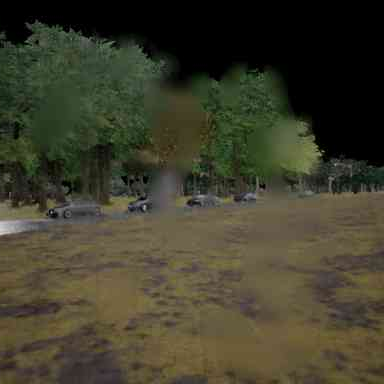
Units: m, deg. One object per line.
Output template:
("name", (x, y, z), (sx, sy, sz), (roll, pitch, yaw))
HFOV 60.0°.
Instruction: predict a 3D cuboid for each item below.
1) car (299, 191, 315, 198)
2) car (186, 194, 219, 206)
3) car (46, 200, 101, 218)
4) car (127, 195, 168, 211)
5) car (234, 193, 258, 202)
("car", (22.989, 0.449, 66.266), (2.033, 1.411, 5.357), (-3, -1, 35))
("car", (1.478, 1.018, 42.220), (2.033, 1.411, 5.357), (-3, -1, 35))
("car", (-9.453, 1.330, 26.739), (1.994, 1.385, 4.181), (-3, -1, 36))
("car", (-4.467, 1.133, 33.824), (1.837, 1.490, 4.892), (-3, -1, 35))
("car", (8.527, 0.838, 52.111), (2.033, 1.411, 5.357), (-3, -1, 36))
